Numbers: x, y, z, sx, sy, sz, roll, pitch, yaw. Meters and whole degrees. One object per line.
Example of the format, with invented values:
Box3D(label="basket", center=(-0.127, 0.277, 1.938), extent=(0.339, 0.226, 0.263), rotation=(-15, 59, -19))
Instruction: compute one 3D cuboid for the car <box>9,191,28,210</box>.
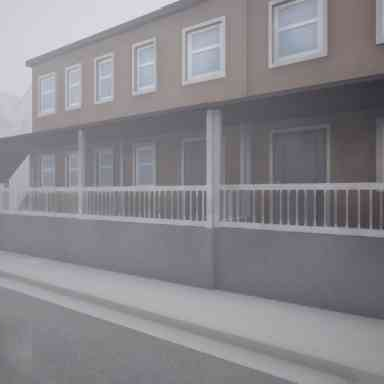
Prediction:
Box3D(label="car", center=(-13.789, 0.304, 29.294), extent=(1.812, 1.442, 4.674), rotation=(0, 20, 34))
